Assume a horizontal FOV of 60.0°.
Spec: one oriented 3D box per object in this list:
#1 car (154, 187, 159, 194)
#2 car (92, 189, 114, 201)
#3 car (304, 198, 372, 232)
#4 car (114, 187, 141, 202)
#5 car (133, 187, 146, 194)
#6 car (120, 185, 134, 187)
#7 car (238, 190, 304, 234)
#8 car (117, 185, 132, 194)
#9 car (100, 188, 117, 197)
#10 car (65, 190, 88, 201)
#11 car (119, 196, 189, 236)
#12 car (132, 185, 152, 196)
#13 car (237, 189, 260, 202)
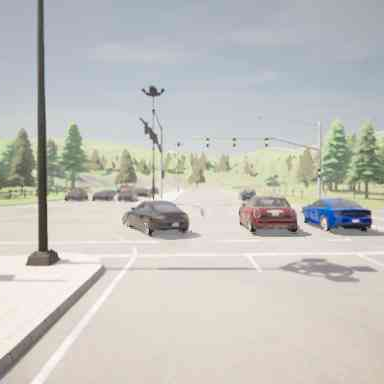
[{"bbox_3d":[-7.994,-0.259,70.408,1.837,1.490,4.892,0,1,0],"label":"car"},{"bbox_3d":[-11.565,0.477,43.441,1.994,1.385,4.181,0,2,1],"label":"car"},{"bbox_3d":[7.101,1.053,16.894,1.882,1.535,5.008,0,1,0],"label":"car"},{"bbox_3d":[-8.081,0.452,41.944,1.837,1.490,4.892,0,2,0],"label":"car"},{"bbox_3d":[-11.478,-0.316,73.453,2.128,1.511,4.902,0,1,0],"label":"car"},{"bbox_3d":[-11.517,-0.289,60.560,2.150,2.045,5.566,0,1,0],"label":"car"},{"bbox_3d":[3.601,0.936,16.469,2.097,1.767,4.553,0,1,0],"label":"car"},{"bbox_3d":[-14.976,-0.615,73.606,2.150,2.045,5.566,0,1,0],"label":"car"},{"bbox_3d":[-15.021,0.070,59.796,1.994,1.385,4.181,0,1,1],"label":"car"},{"bbox_3d":[-15.075,0.474,43.561,1.994,1.385,4.181,0,1,0],"label":"car"},{"bbox_3d":[-1.776,1.129,15.739,1.812,1.442,4.674,0,1,-28],"label":"car"},{"bbox_3d":[-8.066,0.115,54.485,1.882,1.535,5.008,0,1,0],"label":"car"},{"bbox_3d":[7.102,0.429,42.451,2.128,1.511,4.902,0,1,0],"label":"car"}]
